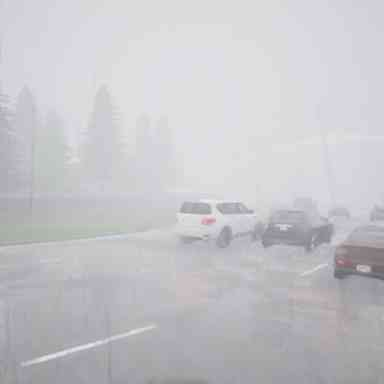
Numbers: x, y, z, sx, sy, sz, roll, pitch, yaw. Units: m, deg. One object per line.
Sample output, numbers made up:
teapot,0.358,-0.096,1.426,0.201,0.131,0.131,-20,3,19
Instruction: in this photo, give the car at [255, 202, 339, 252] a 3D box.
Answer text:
car,4.867,1.504,14.961,2.097,1.767,4.553,0,-1,35

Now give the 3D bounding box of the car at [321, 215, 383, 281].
car,5.498,1.629,9.482,1.812,1.442,4.674,0,0,41

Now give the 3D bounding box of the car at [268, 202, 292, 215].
car,10.916,1.973,41.142,1.994,1.385,4.181,0,-1,27

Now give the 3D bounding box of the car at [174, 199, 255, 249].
car,1.446,1.370,15.708,2.150,2.045,5.566,0,0,36

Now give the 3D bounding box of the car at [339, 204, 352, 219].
car,14.706,1.871,33.076,1.812,1.442,4.674,0,-1,27

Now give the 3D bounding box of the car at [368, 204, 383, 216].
car,15.987,1.792,27.855,2.128,1.511,4.902,0,-1,27

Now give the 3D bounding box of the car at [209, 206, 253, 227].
car,3.074,1.809,25.658,1.994,1.385,4.181,0,-1,28

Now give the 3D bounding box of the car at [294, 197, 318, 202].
car,12.430,1.590,36.330,2.150,2.045,5.566,0,-1,27
